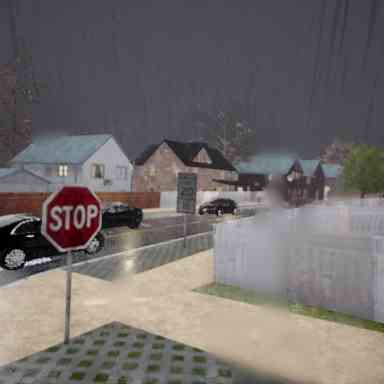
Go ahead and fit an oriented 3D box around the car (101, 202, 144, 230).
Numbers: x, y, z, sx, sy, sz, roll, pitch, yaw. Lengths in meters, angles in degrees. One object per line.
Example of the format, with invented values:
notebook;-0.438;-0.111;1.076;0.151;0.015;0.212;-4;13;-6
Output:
car;-4.603;1.287;17.543;2.128;1.511;4.902;4;2;32

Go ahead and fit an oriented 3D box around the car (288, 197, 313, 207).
car;14.998;1.346;46.019;1.895;1.301;4.718;4;3;39

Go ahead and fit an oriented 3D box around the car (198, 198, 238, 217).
car;2.344;1.273;28.631;1.837;1.490;4.892;4;2;33

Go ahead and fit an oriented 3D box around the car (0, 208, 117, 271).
car;-5.097;1.490;11.218;1.837;1.490;4.892;4;2;31

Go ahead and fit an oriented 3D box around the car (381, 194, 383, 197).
car;41.149;1.191;70.222;4.674;1.442;1.812;0;3;-43
